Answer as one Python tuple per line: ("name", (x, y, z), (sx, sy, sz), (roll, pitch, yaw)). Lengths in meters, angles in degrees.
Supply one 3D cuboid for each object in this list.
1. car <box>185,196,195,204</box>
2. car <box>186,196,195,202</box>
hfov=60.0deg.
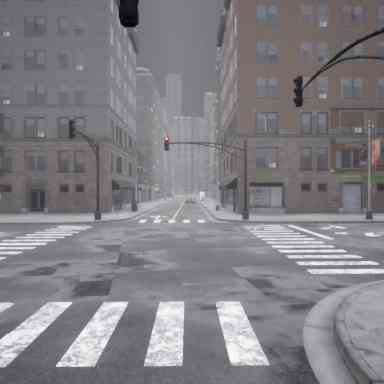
("car", (-0.300, 1.649, 63.675), (1.895, 1.301, 4.718), (0, 0, 0))
("car", (-0.368, 1.484, 73.679), (1.895, 1.301, 4.718), (0, 0, 0))
